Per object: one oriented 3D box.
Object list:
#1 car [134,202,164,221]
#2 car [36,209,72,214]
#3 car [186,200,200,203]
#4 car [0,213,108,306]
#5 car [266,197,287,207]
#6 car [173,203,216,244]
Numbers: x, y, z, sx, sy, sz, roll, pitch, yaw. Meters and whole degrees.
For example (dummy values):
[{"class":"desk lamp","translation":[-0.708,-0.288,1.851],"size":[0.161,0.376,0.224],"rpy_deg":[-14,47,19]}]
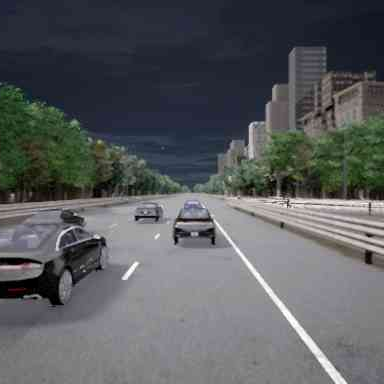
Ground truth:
[{"class":"car","translation":[-3.393,1.532,26.718],"size":[2.033,1.411,5.357],"rpy_deg":[0,0,0]},{"class":"car","translation":[-6.895,1.554,16.873],"size":[1.994,1.385,4.181],"rpy_deg":[0,0,0]},{"class":"car","translation":[0.108,1.506,33.931],"size":[1.812,1.442,4.674],"rpy_deg":[0,0,0]},{"class":"car","translation":[-3.397,1.487,7.972],"size":[2.128,1.511,4.902],"rpy_deg":[0,0,0]},{"class":"car","translation":[12.541,1.565,51.416],"size":[2.163,1.488,4.792],"rpy_deg":[0,0,-27]},{"class":"car","translation":[0.104,1.482,15.817],"size":[2.128,1.511,4.902],"rpy_deg":[0,0,0]}]
